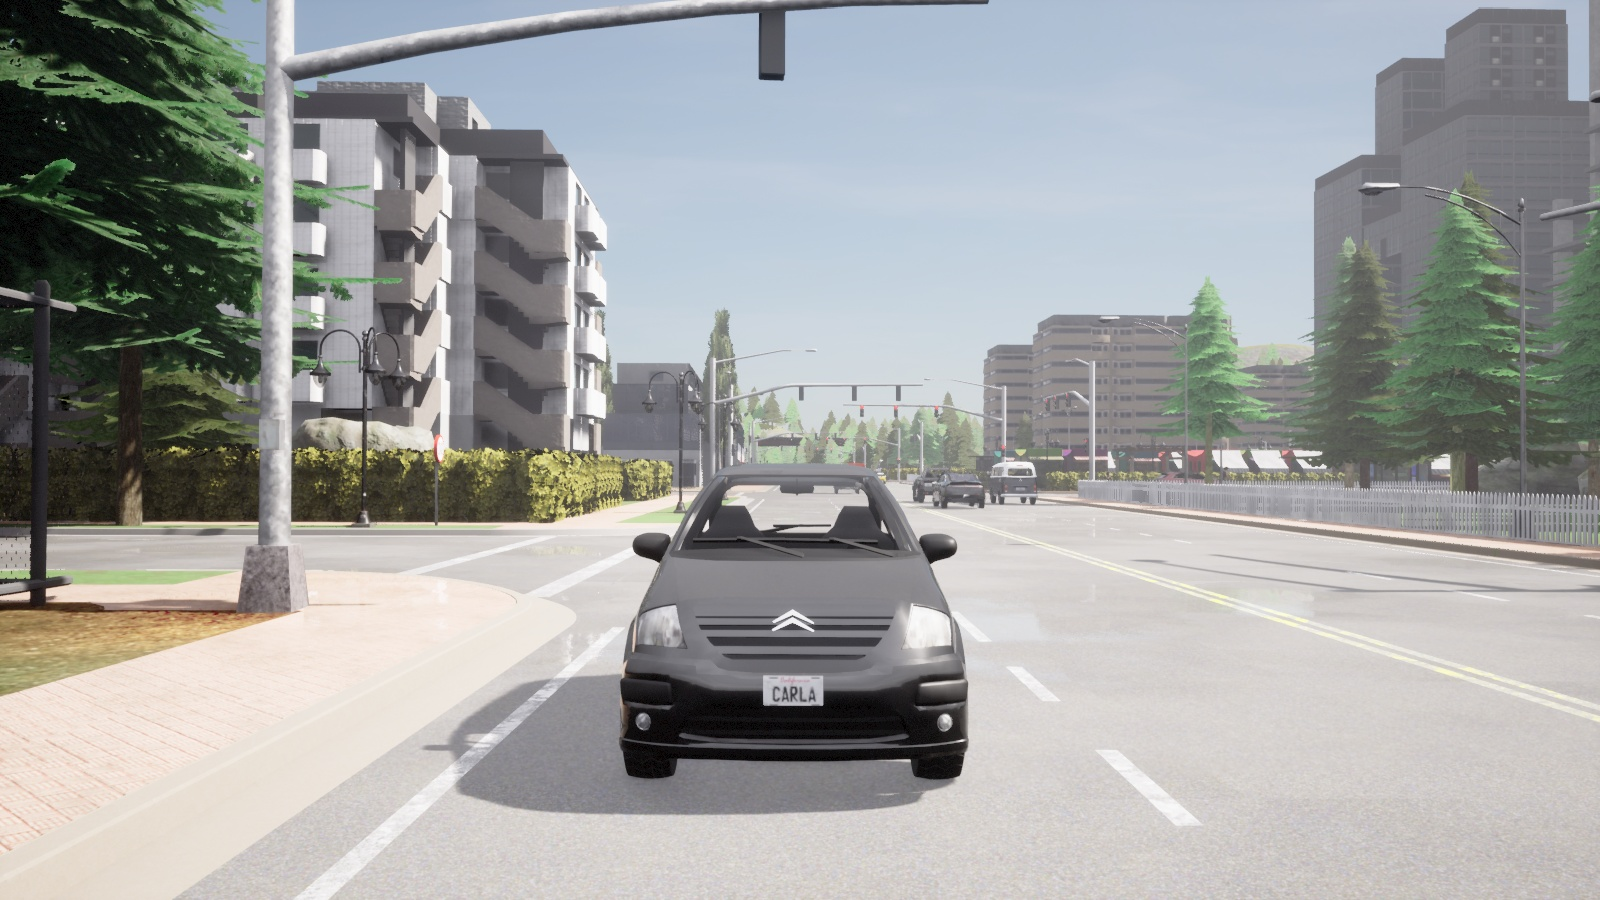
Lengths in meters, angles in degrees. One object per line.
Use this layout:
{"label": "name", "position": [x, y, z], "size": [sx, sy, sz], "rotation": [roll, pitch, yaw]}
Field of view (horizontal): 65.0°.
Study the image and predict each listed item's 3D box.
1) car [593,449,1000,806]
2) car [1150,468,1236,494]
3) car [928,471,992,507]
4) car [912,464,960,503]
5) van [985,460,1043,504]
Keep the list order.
{"label": "car", "position": [-0.023, 0.842, 7.724], "size": [1.851, 1.617, 3.988], "rotation": [0, -1, 0]}
{"label": "car", "position": [25.116, 1.990, 80.336], "size": [4.856, 1.649, 2.033], "rotation": [0, -1, -2]}
{"label": "car", "position": [6.852, 1.653, 54.297], "size": [2.128, 1.511, 4.902], "rotation": [0, -1, 0]}
{"label": "car", "position": [6.823, 1.668, 63.518], "size": [1.932, 1.855, 4.605], "rotation": [0, -1, 0]}
{"label": "van", "position": [10.331, 1.517, 60.932], "size": [2.069, 2.038, 4.480], "rotation": [0, -1, 0]}
